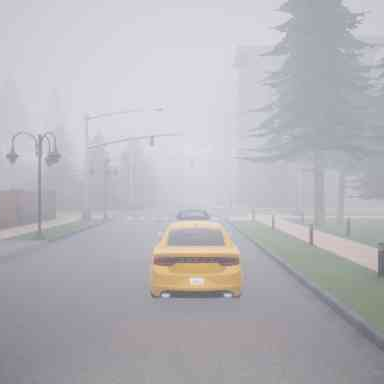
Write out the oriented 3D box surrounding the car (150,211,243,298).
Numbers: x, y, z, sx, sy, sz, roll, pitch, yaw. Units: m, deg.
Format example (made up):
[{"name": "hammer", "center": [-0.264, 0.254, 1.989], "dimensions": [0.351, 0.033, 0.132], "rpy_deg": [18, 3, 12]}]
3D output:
[{"name": "car", "center": [0.084, 1.478, 8.553], "dimensions": [1.882, 1.535, 5.008], "rpy_deg": [0, 0, 0]}]
